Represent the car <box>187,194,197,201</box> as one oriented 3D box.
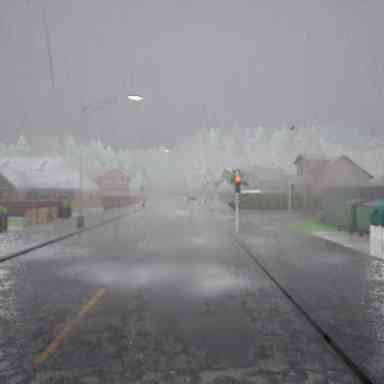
[{"bbox_3d":[0.003,1.266,72.020,1.837,1.490,4.892,0,0,0],"label":"car"}]
